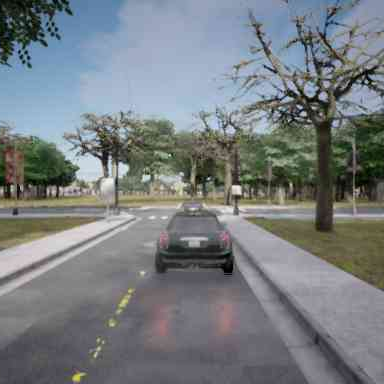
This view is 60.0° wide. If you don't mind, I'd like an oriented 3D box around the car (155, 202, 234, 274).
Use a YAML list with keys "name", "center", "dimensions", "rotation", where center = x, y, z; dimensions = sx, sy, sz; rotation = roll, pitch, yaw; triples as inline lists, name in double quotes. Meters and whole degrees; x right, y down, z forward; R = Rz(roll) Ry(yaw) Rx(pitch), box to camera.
- name: "car"
  center: [0.100, 1.350, 10.682]
  dimensions: [2.097, 1.767, 4.553]
  rotation: [0, 0, 1]

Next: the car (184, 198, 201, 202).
- name: "car"
  center: [0.003, 1.357, 26.882]
  dimensions: [2.097, 1.767, 4.553]
  rotation: [0, 0, -2]
